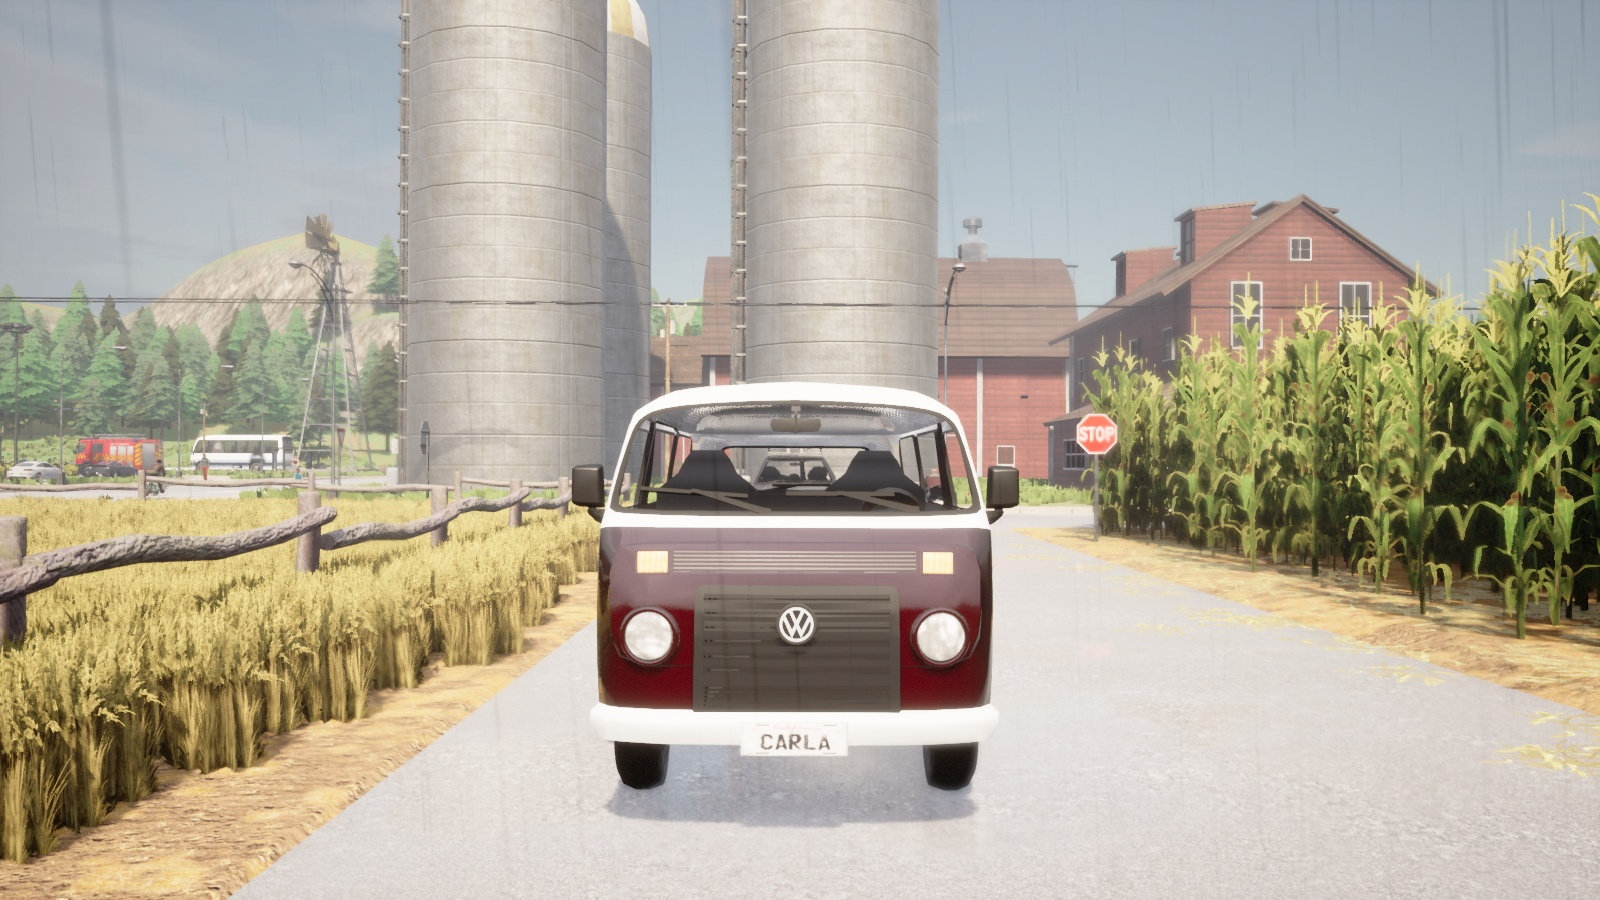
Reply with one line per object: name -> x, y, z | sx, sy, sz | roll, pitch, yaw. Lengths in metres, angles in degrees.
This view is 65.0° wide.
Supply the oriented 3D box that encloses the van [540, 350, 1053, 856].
van -> -0.023, 0.649, 7.327 | 2.069, 2.038, 4.480 | 0, -1, 0
